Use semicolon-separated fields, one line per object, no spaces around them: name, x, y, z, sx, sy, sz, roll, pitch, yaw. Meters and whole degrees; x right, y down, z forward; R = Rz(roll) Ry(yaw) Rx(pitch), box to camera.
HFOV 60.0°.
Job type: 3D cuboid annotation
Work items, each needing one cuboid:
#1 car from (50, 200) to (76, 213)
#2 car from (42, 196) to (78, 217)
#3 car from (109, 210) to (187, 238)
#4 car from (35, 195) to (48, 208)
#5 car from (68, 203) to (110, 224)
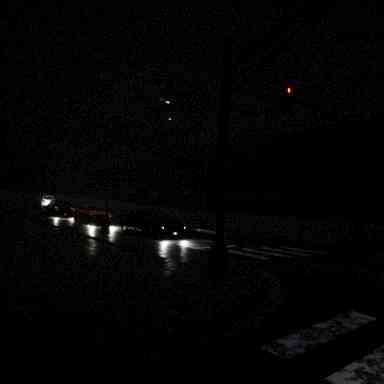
car;-17.718;1.940;45.452;2.128;1.511;4.902;4;-2;-35
car;-14.069;1.679;35.433;2.097;1.767;4.553;4;-2;-35
car;-2.490;1.761;19.229;2.033;1.411;5.357;4;-3;-38
car;-23.593;1.548;53.582;2.150;2.045;5.566;4;-1;-36
car;-8.214;1.769;27.259;1.882;1.535;5.008;4;-3;-36
